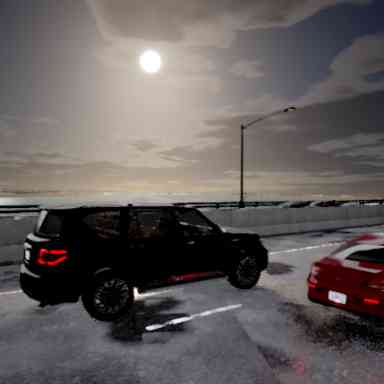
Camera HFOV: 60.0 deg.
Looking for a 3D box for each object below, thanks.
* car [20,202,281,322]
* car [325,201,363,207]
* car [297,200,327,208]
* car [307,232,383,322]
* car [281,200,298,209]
[{"bbox_3d":[-0.749,1.239,7.501,5.566,2.045,2.150,0,0,-35],"label":"car"},{"bbox_3d":[15.027,1.715,31.661,4.181,1.385,1.994,0,0,-35],"label":"car"},{"bbox_3d":[13.631,1.660,34.951,4.892,1.490,1.837,0,0,-35],"label":"car"},{"bbox_3d":[4.249,1.562,6.754,4.674,1.442,1.812,0,0,-35],"label":"car"},{"bbox_3d":[11.863,1.648,37.981,4.902,1.511,2.128,0,0,-35],"label":"car"}]
